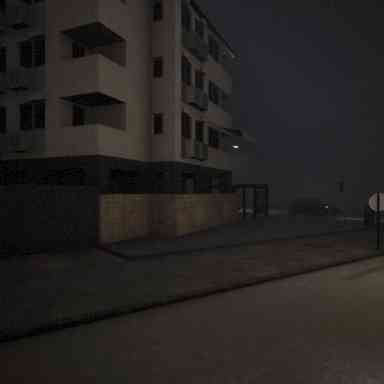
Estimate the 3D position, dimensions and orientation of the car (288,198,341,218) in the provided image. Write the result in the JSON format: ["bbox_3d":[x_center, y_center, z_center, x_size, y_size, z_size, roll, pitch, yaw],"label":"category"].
[{"bbox_3d":[11.108,1.352,30.271,2.097,1.767,4.553,0,0,-35],"label":"car"}]
